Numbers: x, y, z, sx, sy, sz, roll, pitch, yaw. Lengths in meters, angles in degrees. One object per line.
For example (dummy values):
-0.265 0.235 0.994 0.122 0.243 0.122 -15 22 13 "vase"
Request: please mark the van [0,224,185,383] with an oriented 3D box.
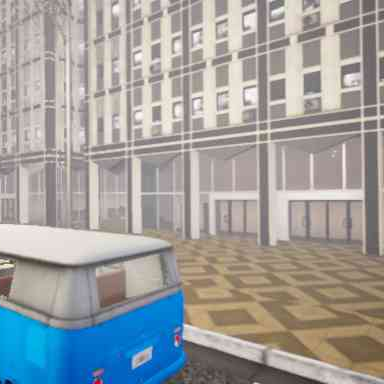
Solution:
-1.990 1.380 4.294 3.998 1.788 1.690 -1 -1 35 "van"
